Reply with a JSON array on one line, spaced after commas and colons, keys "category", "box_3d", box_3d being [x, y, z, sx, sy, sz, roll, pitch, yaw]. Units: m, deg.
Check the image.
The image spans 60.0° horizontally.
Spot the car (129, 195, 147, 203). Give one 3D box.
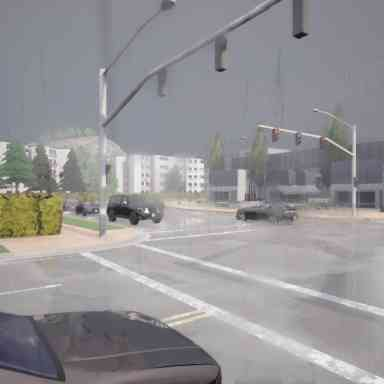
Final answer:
[{"category": "car", "box_3d": [-11.235, 1.477, 68.959, 1.882, 1.535, 5.008, 0, 0, 14]}]

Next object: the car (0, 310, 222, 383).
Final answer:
[{"category": "car", "box_3d": [-2.271, 1.547, 2.146, 5.357, 1.411, 2.033, 0, 0, -35]}]

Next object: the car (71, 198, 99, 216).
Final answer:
[{"category": "car", "box_3d": [-9.892, 1.564, 32.190, 1.994, 1.385, 4.181, 0, 0, -34]}]

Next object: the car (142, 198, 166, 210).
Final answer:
[{"category": "car", "box_3d": [-5.166, 1.564, 45.056, 1.994, 1.385, 4.181, 0, 0, -25]}]

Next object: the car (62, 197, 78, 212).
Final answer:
[{"category": "car", "box_3d": [-14.349, 1.526, 39.746, 1.812, 1.442, 4.674, 0, 0, -24]}]

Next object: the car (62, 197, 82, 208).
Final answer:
[{"category": "car", "box_3d": [-17.943, 1.492, 50.068, 2.128, 1.511, 4.902, 0, 0, -12]}]

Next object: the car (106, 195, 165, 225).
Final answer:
[{"category": "car", "box_3d": [-4.344, 1.221, 24.566, 2.150, 2.045, 5.566, 0, 0, -39]}]

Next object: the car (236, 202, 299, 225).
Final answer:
[{"category": "car", "box_3d": [5.303, 1.491, 23.895, 2.128, 1.511, 4.902, 0, 0, -38]}]
